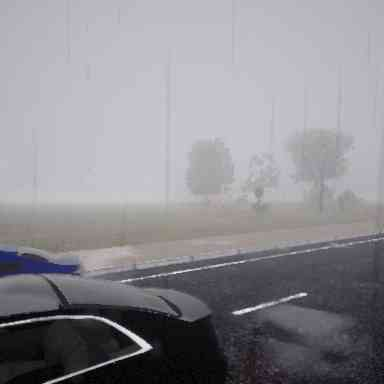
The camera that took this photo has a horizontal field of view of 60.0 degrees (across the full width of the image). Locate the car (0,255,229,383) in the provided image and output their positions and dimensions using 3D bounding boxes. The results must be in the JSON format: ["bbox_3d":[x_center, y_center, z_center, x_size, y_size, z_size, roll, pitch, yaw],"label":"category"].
[{"bbox_3d":[-1.943,1.504,2.276,4.892,1.490,1.837,0,0,-35],"label":"car"}]

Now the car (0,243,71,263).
[{"bbox_3d":[-3.910,1.523,4.851,4.674,1.442,1.812,0,0,-36],"label":"car"}]
